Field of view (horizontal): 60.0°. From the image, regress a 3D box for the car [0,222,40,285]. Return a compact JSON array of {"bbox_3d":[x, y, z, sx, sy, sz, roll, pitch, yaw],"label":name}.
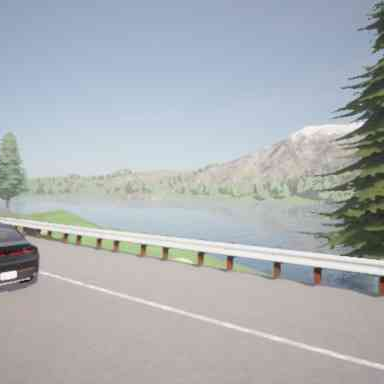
[{"bbox_3d":[-5.712,1.473,8.368,4.892,1.490,1.837,0,0,37],"label":"car"}]
